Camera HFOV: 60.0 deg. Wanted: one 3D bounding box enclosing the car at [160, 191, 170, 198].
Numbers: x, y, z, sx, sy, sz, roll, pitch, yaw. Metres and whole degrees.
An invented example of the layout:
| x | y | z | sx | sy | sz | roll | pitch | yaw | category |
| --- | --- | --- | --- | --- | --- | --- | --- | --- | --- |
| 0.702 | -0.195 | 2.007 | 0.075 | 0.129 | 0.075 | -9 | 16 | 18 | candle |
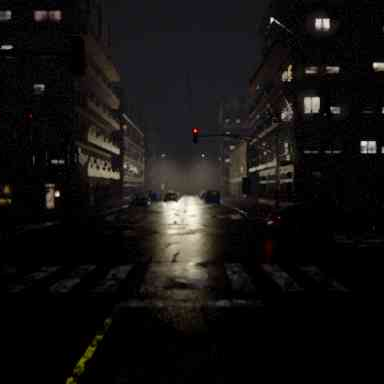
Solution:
| x | y | z | sx | sy | sz | roll | pitch | yaw | category |
| --- | --- | --- | --- | --- | --- | --- | --- | --- | --- |
| -5.560 | 0.453 | 69.214 | 1.887 | 1.381 | 4.507 | 0 | 1 | 0 | car |

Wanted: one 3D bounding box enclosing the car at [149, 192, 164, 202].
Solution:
| x | y | z | sx | sy | sz | roll | pitch | yaw | category |
| --- | --- | --- | --- | --- | --- | --- | --- | --- | --- |
| -5.549 | 0.756 | 52.473 | 1.802 | 1.307 | 4.206 | 0 | 1 | 0 | car |

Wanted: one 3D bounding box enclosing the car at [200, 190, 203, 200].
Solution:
| x | y | z | sx | sy | sz | roll | pitch | yaw | category |
| --- | --- | --- | --- | --- | --- | --- | --- | --- | --- |
| 2.494 | 0.805 | 46.920 | 1.887 | 1.381 | 4.507 | 0 | 1 | 0 | car |

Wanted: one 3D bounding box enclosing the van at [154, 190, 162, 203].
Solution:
| x | y | z | sx | sy | sz | roll | pitch | yaw | category |
| --- | --- | --- | --- | --- | --- | --- | --- | --- | --- |
| -5.575 | 0.604 | 46.889 | 1.690 | 1.788 | 3.998 | 0 | 1 | 0 | van |

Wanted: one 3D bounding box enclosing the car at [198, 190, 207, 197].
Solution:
| x | y | z | sx | sy | sz | roll | pitch | yaw | category |
| --- | --- | --- | --- | --- | --- | --- | --- | --- | --- |
| 2.301 | 0.362 | 74.822 | 1.887 | 1.381 | 4.507 | 0 | 1 | 0 | car |

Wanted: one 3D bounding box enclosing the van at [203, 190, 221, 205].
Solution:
| x | y | z | sx | sy | sz | roll | pitch | yaw | category |
| --- | --- | --- | --- | --- | --- | --- | --- | --- | --- |
| 2.551 | 0.700 | 40.714 | 1.690 | 1.788 | 3.998 | 0 | 1 | 0 | van |

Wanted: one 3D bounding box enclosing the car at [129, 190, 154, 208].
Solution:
| x | y | z | sx | sy | sz | roll | pitch | yaw | category |
| --- | --- | --- | --- | --- | --- | --- | --- | --- | --- |
| -5.571 | 0.879 | 35.727 | 1.967 | 1.590 | 4.097 | 0 | 1 | 0 | car |

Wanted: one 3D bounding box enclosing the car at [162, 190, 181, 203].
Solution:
| x | y | z | sx | sy | sz | roll | pitch | yaw | category |
| --- | --- | --- | --- | --- | --- | --- | --- | --- | --- |
| -2.992 | 0.783 | 47.197 | 1.812 | 1.442 | 4.674 | 0 | 1 | 0 | car |

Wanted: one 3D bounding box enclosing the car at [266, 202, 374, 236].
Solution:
| x | y | z | sx | sy | sz | roll | pitch | yaw | category |
| --- | --- | --- | --- | --- | --- | --- | --- | --- | --- |
| 5.818 | 1.189 | 15.329 | 4.674 | 1.442 | 1.812 | -1 | 1 | 0 | car |

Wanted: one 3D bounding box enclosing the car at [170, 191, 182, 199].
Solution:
| x | y | z | sx | sy | sz | roll | pitch | yaw | category |
| --- | --- | --- | --- | --- | --- | --- | --- | --- | --- |
| -2.986 | 0.546 | 64.294 | 2.033 | 1.411 | 5.357 | 0 | 1 | 0 | car |

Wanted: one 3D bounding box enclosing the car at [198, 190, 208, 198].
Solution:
| x | y | z | sx | sy | sz | roll | pitch | yaw | category |
| --- | --- | --- | --- | --- | --- | --- | --- | --- | --- |
| 2.321 | 0.347 | 69.240 | 1.967 | 1.590 | 4.097 | 0 | 1 | 0 | car |

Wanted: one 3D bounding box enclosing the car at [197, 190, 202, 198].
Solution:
| x | y | z | sx | sy | sz | roll | pitch | yaw | category |
| --- | --- | --- | --- | --- | --- | --- | --- | --- | --- |
| 2.362 | 0.650 | 58.081 | 1.947 | 1.339 | 4.313 | 0 | 1 | 0 | car |

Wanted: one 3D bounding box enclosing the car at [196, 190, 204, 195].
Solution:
| x | y | z | sx | sy | sz | roll | pitch | yaw | category |
| --- | --- | --- | --- | --- | --- | --- | --- | --- | --- |
| 2.242 | 0.110 | 91.565 | 1.947 | 1.339 | 4.313 | 0 | 1 | 0 | car |

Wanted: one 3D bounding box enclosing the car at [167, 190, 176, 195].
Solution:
| x | y | z | sx | sy | sz | roll | pitch | yaw | category |
| --- | --- | --- | --- | --- | --- | --- | --- | --- | --- |
| -5.639 | 0.097 | 91.537 | 2.008 | 1.369 | 4.403 | 0 | 1 | 0 | car |
